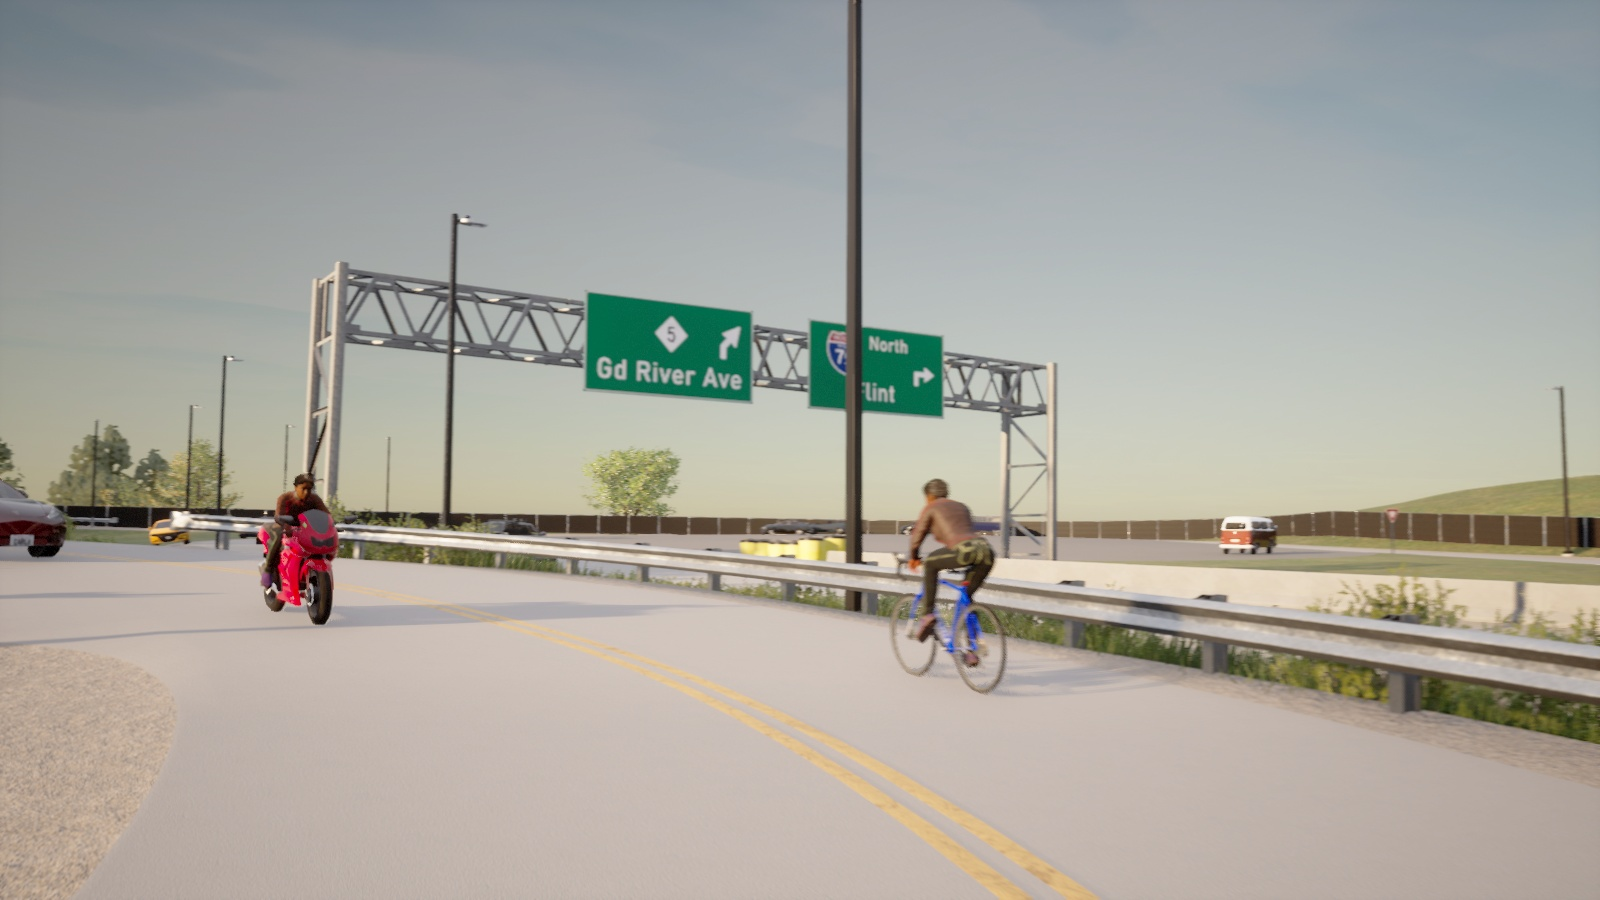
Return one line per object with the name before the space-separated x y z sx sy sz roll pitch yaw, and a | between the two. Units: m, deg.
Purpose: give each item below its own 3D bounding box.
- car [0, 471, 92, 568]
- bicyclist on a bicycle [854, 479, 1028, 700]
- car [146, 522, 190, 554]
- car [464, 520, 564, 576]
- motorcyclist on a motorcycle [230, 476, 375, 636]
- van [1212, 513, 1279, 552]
car | -14.248 1.076 20.702 4.792 1.488 2.163 0 -3 28
bicyclist on a bicycle | 1.090 1.050 10.071 0.582 1.620 1.656 1 -2 -26
car | -35.801 4.954 71.223 1.882 1.535 5.008 -6 0 -25
car | -10.205 3.440 44.575 1.932 1.855 4.605 3 -4 -33
motorcyclist on a motorcycle | -5.247 1.050 13.162 0.797 1.523 2.044 2 -2 -39
van | 24.544 4.518 69.120 2.069 2.038 4.480 -2 -4 38
